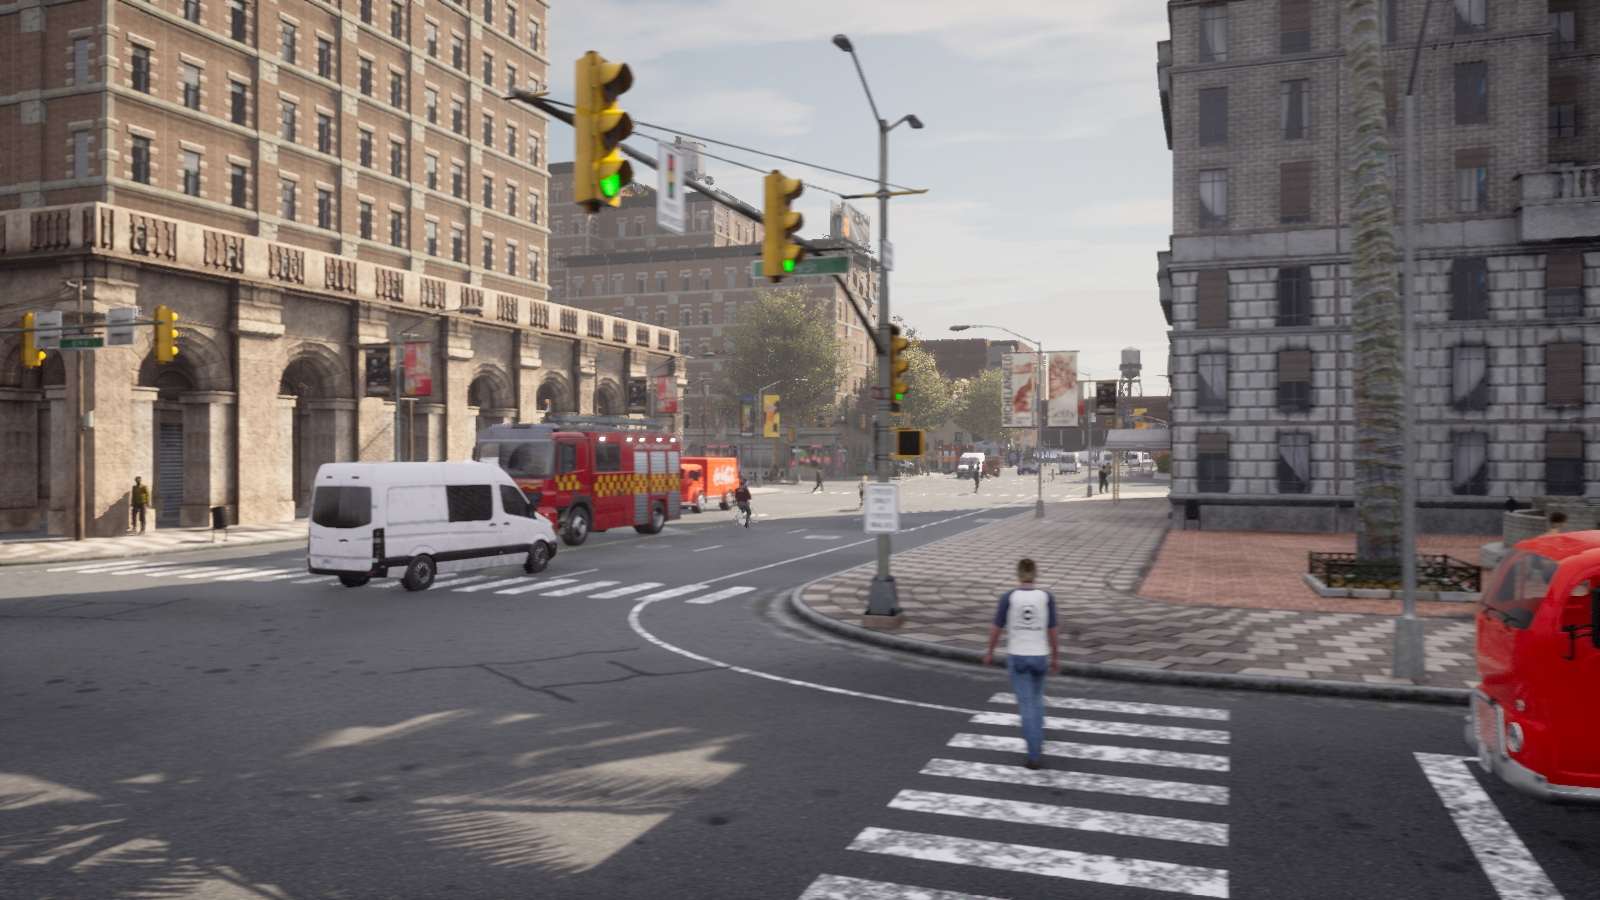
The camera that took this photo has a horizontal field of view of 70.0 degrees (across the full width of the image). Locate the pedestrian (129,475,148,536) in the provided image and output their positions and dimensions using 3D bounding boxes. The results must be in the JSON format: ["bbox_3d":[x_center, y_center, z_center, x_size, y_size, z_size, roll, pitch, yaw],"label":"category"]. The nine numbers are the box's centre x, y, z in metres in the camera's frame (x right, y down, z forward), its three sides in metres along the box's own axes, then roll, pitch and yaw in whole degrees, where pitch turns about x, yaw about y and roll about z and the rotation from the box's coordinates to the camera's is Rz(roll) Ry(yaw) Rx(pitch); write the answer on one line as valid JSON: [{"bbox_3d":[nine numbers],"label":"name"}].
[{"bbox_3d":[-20.326,1.699,35.106,0.375,1.860,0.375,0,0,0],"label":"pedestrian"}]

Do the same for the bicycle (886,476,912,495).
[{"bbox_3d":[6.210,2.226,71.494,1.835,1.171,0.329,1,-8,-41],"label":"bicycle"}]

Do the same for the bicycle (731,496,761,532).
[{"bbox_3d":[-1.879,2.212,39.764,0.329,1.171,1.835,0,0,21],"label":"bicycle"}]

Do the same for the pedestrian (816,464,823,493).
[{"bbox_3d":[1.250,1.852,74.176,0.375,1.860,0.375,0,0,14],"label":"pedestrian"}]

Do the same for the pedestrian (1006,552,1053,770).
[{"bbox_3d":[2.033,1.850,10.140,0.375,1.860,0.375,0,0,5],"label":"pedestrian"}]

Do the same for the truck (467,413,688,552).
[{"bbox_3d":[-6.686,0.893,36.035,2.891,3.827,8.468,0,0,20],"label":"truck"}]

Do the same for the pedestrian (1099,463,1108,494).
[{"bbox_3d":[18.004,1.697,67.729,0.375,1.860,0.375,0,0,-12],"label":"pedestrian"}]

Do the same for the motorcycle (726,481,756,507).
[{"bbox_3d":[-2.951,2.184,57.251,0.856,1.236,1.805,0,0,20],"label":"motorcycle"}]

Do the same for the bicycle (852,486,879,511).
[{"bbox_3d":[3.062,2.258,53.274,0.859,1.080,1.487,0,0,20],"label":"bicycle"}]

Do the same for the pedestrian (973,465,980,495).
[{"bbox_3d":[11.027,1.850,71.424,0.375,1.860,0.375,0,0,18],"label":"pedestrian"}]

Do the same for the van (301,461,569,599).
[{"bbox_3d":[-7.621,1.535,24.667,1.988,2.561,5.915,0,0,26],"label":"van"}]

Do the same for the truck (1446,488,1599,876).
[{"bbox_3d":[7.800,1.568,8.078,5.204,2.467,2.627,0,0,18],"label":"truck"}]

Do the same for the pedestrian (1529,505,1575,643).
[{"bbox_3d":[10.408,1.696,15.808,0.375,1.860,0.375,0,0,-13],"label":"pedestrian"}]

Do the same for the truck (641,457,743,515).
[{"bbox_3d":[-4.825,1.570,52.046,2.627,2.467,5.204,0,0,20],"label":"truck"}]
